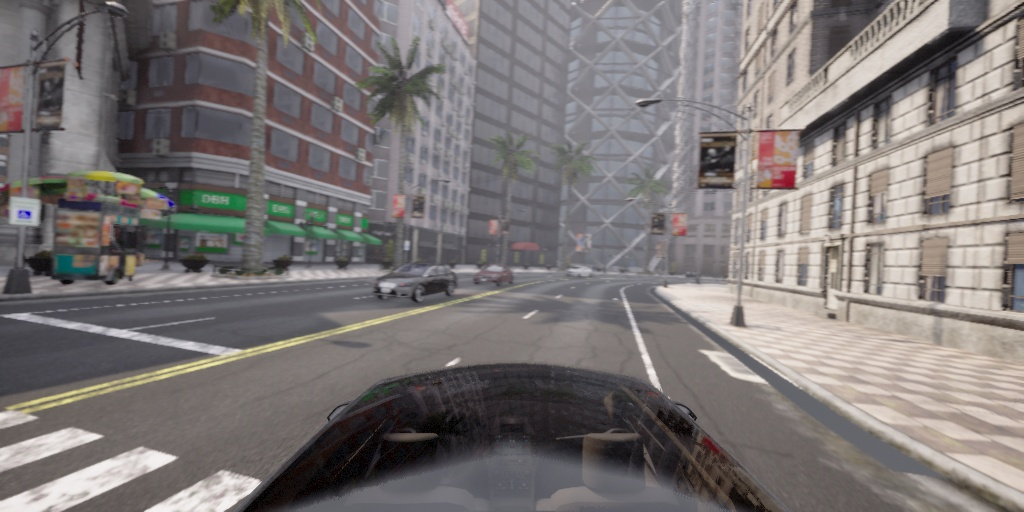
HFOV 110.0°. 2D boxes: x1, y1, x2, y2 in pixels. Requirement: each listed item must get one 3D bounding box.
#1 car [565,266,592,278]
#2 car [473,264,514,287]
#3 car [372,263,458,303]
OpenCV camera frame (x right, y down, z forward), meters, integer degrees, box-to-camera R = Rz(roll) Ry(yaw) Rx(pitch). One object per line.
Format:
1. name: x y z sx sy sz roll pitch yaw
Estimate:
1. car: 8.537 1.976 45.355 1.812 1.442 4.674 3 -1 39
2. car: -1.190 1.314 25.650 1.812 1.442 4.674 3 1 17
3. car: -4.022 1.066 15.721 2.128 1.511 4.902 3 0 16
